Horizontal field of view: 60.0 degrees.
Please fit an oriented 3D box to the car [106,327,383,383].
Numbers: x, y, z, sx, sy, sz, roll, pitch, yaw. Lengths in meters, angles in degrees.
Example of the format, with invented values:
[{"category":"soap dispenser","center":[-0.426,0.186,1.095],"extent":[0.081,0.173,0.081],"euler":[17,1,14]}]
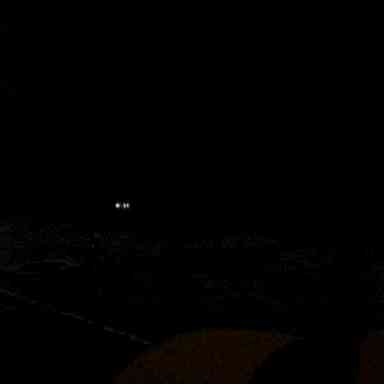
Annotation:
[{"category":"car","center":[1.439,1.525,2.056],"extent":[4.829,1.417,1.752],"euler":[0,0,36]}]
